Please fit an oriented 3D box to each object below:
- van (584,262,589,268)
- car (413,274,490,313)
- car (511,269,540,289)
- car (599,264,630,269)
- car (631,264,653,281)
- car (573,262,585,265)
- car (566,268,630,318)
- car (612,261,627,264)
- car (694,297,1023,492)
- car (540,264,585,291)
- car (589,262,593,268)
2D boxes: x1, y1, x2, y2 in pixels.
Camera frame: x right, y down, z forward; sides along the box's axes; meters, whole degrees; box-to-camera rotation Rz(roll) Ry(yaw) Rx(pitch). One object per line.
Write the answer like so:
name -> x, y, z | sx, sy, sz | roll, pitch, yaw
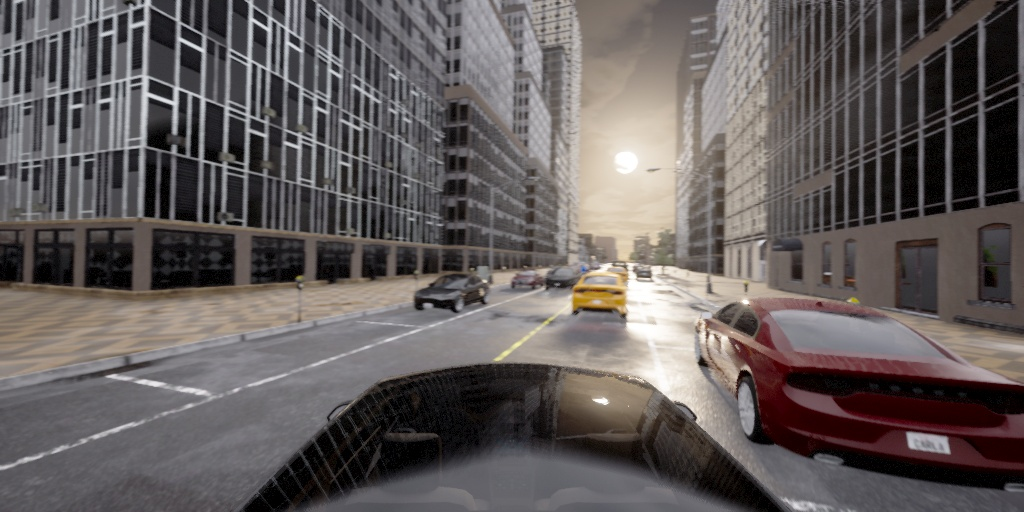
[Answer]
van -> 9.839, 1.739, 52.580 | 1.690, 1.789, 3.998 | 0, 0, 18
car -> -2.277, 1.403, 14.625 | 1.948, 1.339, 4.313 | 0, 0, 18
car -> 1.185, 1.582, 25.468 | 1.802, 1.307, 4.207 | 0, 0, 18
car -> 8.410, 1.633, 29.046 | 1.882, 1.535, 5.008 | 1, -1, 18
car -> 14.356, 1.916, 39.174 | 1.948, 1.339, 4.313 | 0, 0, 18
car -> 8.108, 1.864, 47.158 | 1.888, 1.381, 4.507 | 0, 0, 18
car -> 3.582, 1.411, 14.233 | 1.882, 1.535, 5.008 | 1, -1, 18
car -> 13.384, 1.606, 44.606 | 2.150, 2.045, 5.566 | 1, -1, 18
car -> 3.973, 1.329, 5.134 | 1.882, 1.535, 5.008 | 1, -1, 18
car -> 3.538, 1.506, 24.288 | 1.882, 1.535, 5.008 | 1, -1, 18
car -> 11.570, 2.059, 58.002 | 1.802, 1.307, 4.207 | 0, 0, 18
